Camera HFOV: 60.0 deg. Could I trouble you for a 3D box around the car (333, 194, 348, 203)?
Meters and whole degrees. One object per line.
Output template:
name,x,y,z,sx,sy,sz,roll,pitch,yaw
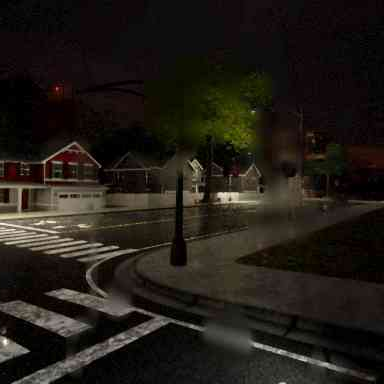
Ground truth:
car,28.056,1.208,62.697,2.128,1.511,4.902,1,0,36

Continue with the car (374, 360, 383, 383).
car,3.380,1.506,1.268,4.892,1.490,1.837,0,0,36
